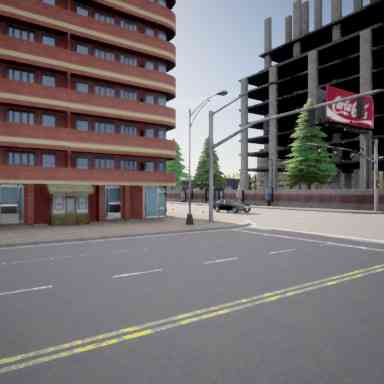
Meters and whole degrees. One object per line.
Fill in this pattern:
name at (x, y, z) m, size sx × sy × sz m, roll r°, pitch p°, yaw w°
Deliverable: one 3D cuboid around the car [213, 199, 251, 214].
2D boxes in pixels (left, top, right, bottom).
car at (4.230, 1.491, 35.918) m, size 2.128 × 1.511 × 4.902 m, roll 0°, pitch 0°, yaw -35°
